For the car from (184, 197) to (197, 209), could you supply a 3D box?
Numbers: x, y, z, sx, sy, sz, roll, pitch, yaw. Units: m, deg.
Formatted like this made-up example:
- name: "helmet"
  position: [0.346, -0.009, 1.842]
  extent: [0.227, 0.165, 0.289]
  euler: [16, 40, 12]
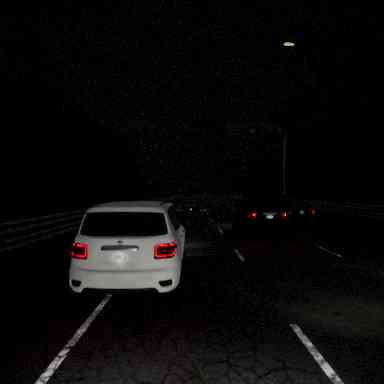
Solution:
- name: "car"
  position: [-0.180, 1.548, 46.866]
  extent: [1.837, 1.490, 4.892]
  euler: [0, 0, 0]

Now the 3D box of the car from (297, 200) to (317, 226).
- name: "car"
  position: [6.981, 1.360, 23.282]
  extent: [2.097, 1.767, 4.553]
  euler: [0, 0, 0]

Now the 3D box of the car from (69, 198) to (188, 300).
- name: "car"
  position: [-1.278, 1.225, 8.517]
  extent: [2.150, 2.045, 5.566]
  euler: [0, 0, 0]

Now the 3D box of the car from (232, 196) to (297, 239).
- name: "car"
  position: [3.506, 1.225, 17.670]
  extent: [2.150, 2.045, 5.566]
  euler: [0, 0, 0]

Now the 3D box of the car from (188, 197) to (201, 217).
- name: "car"
  position: [-0.104, 1.526, 36.515]
  extent: [1.837, 1.490, 4.892]
  euler: [0, 0, 0]
